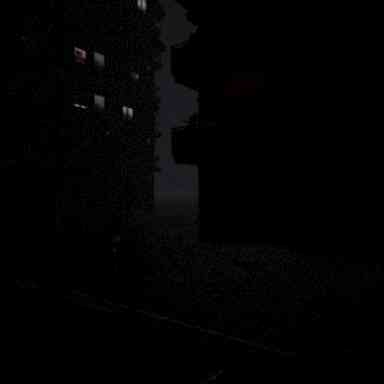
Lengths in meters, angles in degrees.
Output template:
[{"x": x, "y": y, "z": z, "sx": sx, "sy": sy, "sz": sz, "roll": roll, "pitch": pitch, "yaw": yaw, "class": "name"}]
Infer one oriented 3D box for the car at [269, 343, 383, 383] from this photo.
[{"x": 2.095, "y": 1.439, "z": 1.382, "sx": 4.097, "sy": 1.590, "sz": 1.967, "roll": 0, "pitch": 0, "yaw": 36, "class": "car"}]
